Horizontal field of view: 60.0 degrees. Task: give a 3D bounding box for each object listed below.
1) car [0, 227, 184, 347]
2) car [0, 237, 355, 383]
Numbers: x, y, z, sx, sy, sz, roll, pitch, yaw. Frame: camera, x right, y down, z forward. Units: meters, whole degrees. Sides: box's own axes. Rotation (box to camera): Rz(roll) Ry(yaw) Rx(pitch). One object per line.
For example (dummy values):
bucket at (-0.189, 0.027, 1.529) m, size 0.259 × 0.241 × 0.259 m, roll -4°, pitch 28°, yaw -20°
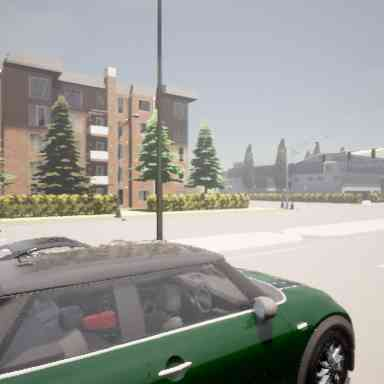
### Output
car at (-2.450, 1.563, 6.294) m, size 4.181 × 1.385 × 1.994 m, roll 0°, pitch 0°, yaw -35°
car at (-0.260, 1.354, 3.554) m, size 4.553 × 1.767 × 2.097 m, roll 0°, pitch 0°, yaw -36°
